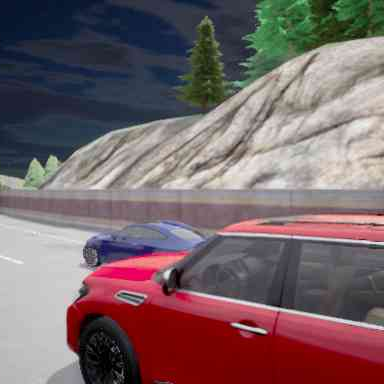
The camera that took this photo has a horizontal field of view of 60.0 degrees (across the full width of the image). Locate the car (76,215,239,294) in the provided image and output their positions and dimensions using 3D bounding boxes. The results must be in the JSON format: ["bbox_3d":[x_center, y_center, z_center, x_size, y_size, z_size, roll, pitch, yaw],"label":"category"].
[{"bbox_3d":[-1.160,1.519,9.461,4.674,1.442,1.812,0,0,38],"label":"car"}]

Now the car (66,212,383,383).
[{"bbox_3d":[1.122,1.228,3.264,5.566,2.045,2.150,0,0,36],"label":"car"}]
